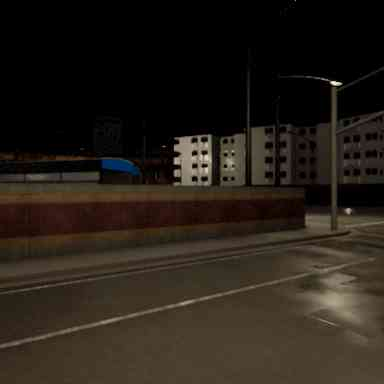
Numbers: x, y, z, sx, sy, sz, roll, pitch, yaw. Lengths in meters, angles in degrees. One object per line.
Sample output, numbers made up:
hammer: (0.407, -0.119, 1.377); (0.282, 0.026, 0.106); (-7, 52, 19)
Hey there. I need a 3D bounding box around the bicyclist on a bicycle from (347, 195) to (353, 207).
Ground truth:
bicyclist on a bicycle: (22.148, 1.294, 46.686); (1.656, 1.620, 0.582); (0, 0, -35)
